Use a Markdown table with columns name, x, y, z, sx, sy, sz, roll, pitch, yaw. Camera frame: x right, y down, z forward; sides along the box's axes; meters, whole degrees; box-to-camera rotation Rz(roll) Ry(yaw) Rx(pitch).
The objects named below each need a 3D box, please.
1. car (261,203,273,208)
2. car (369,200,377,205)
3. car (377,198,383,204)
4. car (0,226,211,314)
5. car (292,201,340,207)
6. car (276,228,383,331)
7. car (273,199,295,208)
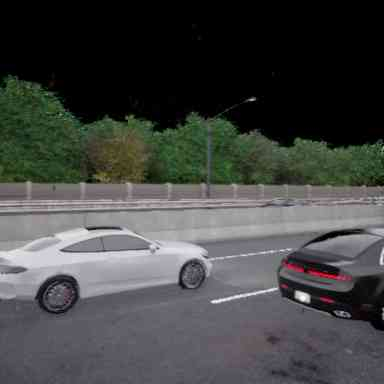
| name | x | y | z | sx | sy | sz | roll | pitch | yaw |
| --- | --- | --- | --- | --- | --- | --- | --- | --- | --- |
| car | 9.722 | 1.488 | 35.089 | 5.357 | 1.411 | 2.033 | 0 | 0 | -31 |
| car | 25.787 | 1.531 | 44.870 | 4.181 | 1.385 | 1.994 | 0 | 0 | -31 |
| car | 24.860 | 1.541 | 40.222 | 4.181 | 1.385 | 1.994 | 0 | 0 | -31 |
| car | -1.766 | 1.497 | 7.434 | 4.674 | 1.442 | 1.812 | 0 | 0 | -31 |
| car | 10.893 | 1.566 | 27.610 | 4.718 | 1.301 | 1.895 | 0 | 0 | -31 |
| car | 3.900 | 1.499 | 6.797 | 4.892 | 1.490 | 1.837 | 0 | 0 | -31 |
| car | 10.053 | 1.517 | 31.194 | 4.181 | 1.385 | 1.994 | 0 | 0 | -31 |
